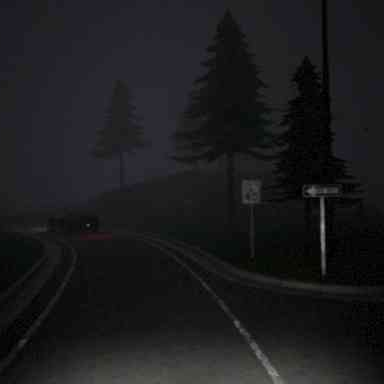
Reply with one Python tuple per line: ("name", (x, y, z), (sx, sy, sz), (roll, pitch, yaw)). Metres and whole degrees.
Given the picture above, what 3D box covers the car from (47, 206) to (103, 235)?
("car", (-7.821, 1.861, 21.700), (1.882, 1.535, 5.008), (1, -2, -41))
